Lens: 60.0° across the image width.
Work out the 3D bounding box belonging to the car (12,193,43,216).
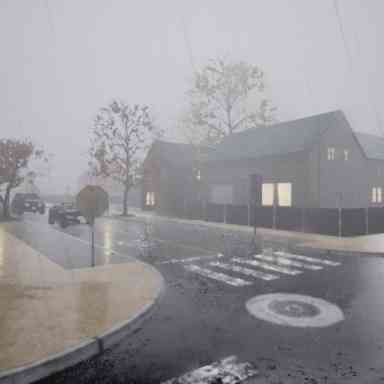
[{"bbox_3d":[-15.726,1.105,31.850,2.150,2.045,5.566,1,0,-37],"label":"car"}]

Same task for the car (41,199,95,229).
[{"bbox_3d":[-7.702,1.414,21.086,2.128,1.511,4.902,1,0,-37],"label":"car"}]
